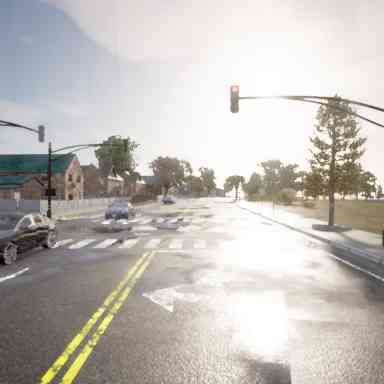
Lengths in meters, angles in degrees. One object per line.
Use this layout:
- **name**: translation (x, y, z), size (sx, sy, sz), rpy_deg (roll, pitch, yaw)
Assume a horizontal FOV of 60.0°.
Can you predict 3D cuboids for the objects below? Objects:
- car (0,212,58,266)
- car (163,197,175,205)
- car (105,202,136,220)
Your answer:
- **car**: translation (-6.415, 1.500, 11.658), size (2.128, 1.511, 4.902), rpy_deg (0, 0, 1)
- **car**: translation (-4.337, 1.593, 62.883), size (1.882, 1.535, 5.008), rpy_deg (0, 0, 4)
- **car**: translation (-6.043, 1.567, 28.475), size (1.812, 1.442, 4.674), rpy_deg (0, 0, 2)
